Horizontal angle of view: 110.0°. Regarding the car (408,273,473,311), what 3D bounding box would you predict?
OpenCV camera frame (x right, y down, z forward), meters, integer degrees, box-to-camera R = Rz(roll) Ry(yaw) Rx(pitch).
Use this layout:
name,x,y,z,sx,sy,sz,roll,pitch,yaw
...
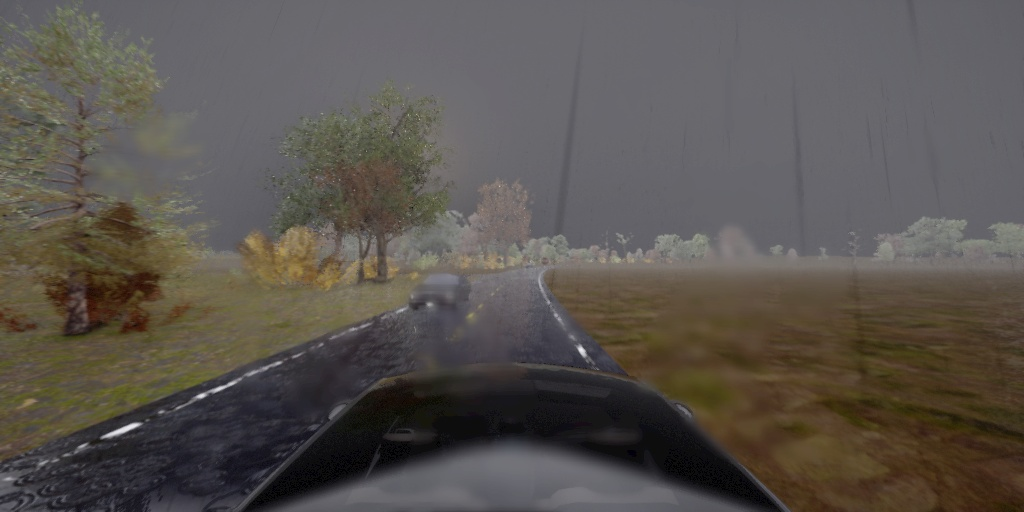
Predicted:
name,x,y,z,sx,sy,sz,roll,pitch,yaw
car,-2.882,1.461,15.780,2.033,1.411,5.357,0,-1,2
